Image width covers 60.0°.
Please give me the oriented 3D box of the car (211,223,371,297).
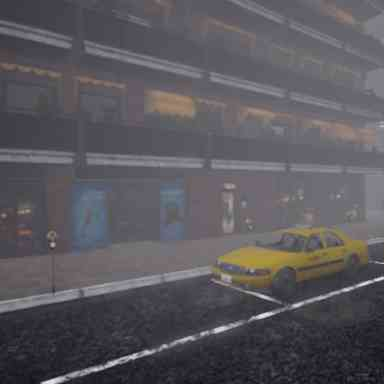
[{"bbox_3d":[2.694,1.516,8.497,4.829,1.417,1.752,0,-1,-35],"label":"car"}]
